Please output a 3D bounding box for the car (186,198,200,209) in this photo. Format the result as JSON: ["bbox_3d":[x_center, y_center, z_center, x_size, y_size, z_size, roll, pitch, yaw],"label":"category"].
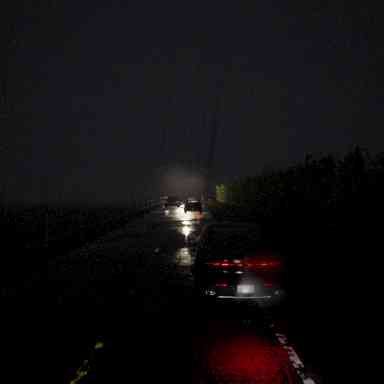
[{"bbox_3d":[0.116,1.526,45.768,1.812,1.442,4.674,0,0,0],"label":"car"}]

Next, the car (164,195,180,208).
[{"bbox_3d":[-2.706,1.353,47.083,2.097,1.767,4.553,0,0,0],"label":"car"}]

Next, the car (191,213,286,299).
[{"bbox_3d":[0.971,1.505,8.426,1.837,1.490,4.892,0,0,0],"label":"car"}]

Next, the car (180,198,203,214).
[{"bbox_3d":[0.109,1.491,35.594,2.128,1.511,4.902,0,0,0],"label":"car"}]
